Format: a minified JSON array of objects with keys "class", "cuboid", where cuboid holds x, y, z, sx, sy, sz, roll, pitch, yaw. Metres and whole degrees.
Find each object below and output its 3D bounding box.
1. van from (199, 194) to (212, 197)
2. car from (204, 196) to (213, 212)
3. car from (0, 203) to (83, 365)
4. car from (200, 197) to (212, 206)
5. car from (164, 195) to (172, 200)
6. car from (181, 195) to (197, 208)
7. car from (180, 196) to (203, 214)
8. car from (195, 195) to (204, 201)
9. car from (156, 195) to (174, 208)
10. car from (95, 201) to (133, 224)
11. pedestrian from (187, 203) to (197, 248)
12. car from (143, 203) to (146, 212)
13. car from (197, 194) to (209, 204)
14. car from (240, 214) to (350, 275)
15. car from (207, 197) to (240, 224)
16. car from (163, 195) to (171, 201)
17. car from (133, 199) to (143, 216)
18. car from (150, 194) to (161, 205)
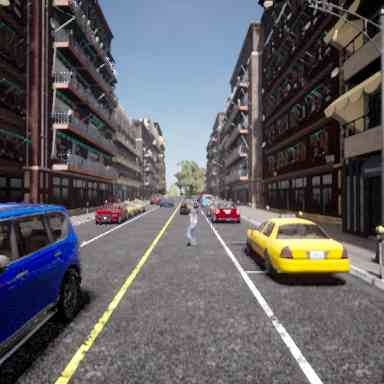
[{"class":"van","cuboid":[2.245,1.318,47.550,1.690,1.788,3.998,1,0,-1]},{"class":"car","cuboid":[2.409,1.423,30.565,1.967,1.590,4.097,1,0,-1]},{"class":"car","cuboid":[-3.141,1.219,4.233,2.150,2.045,5.566,0,0,-1]},{"class":"car","cuboid":[2.187,1.557,53.211,1.802,1.307,4.206,1,0,-1]},{"class":"car","cuboid":[-6.576,1.516,92.799,1.887,1.381,4.507,1,0,-1]},{"class":"car","cuboid":[-0.407,1.329,47.961,2.097,1.767,4.553,0,0,0]},{"class":"car","cuboid":[-0.254,1.474,34.323,2.128,1.511,4.902,0,0,0]},{"class":"car","cuboid":[1.914,1.522,81.519,2.008,1.369,4.403,1,0,-1]},{"class":"car","cuboid":[-3.547,1.541,47.346,1.994,1.385,4.181,0,0,0]},{"class":"car","cuboid":[-5.918,1.531,24.864,1.887,1.381,4.507,1,0,-1]},{"class":"pedestrian","cuboid":[0.006,1.287,13.169,0.375,1.860,0.375,1,-1,-4]},{"class":"car","cuboid":[-6.026,1.506,36.016,1.752,1.417,4.829,1,0,-1]},{"class":"car","cuboid":[2.082,1.289,64.534,2.192,1.841,5.009,1,0,-1]},{"class":"car","cuboid":[2.901,1.450,10.340,1.801,1.575,5.366,0,0,-1]},{"class":"car","cuboid":[2.464,1.426,24.905,1.967,1.590,4.097,1,0,-1]},{"class":"car","cuboid":[-6.520,1.497,86.969,1.752,1.417,4.829,1,0,-1]},{"class":"car","cuboid":[-5.971,1.509,30.355,1.752,1.417,4.829,1,0,-1]},{"class":"car","cuboid":[-6.244,1.290,58.832,2.192,1.841,5.009,1,0,-1]}]
